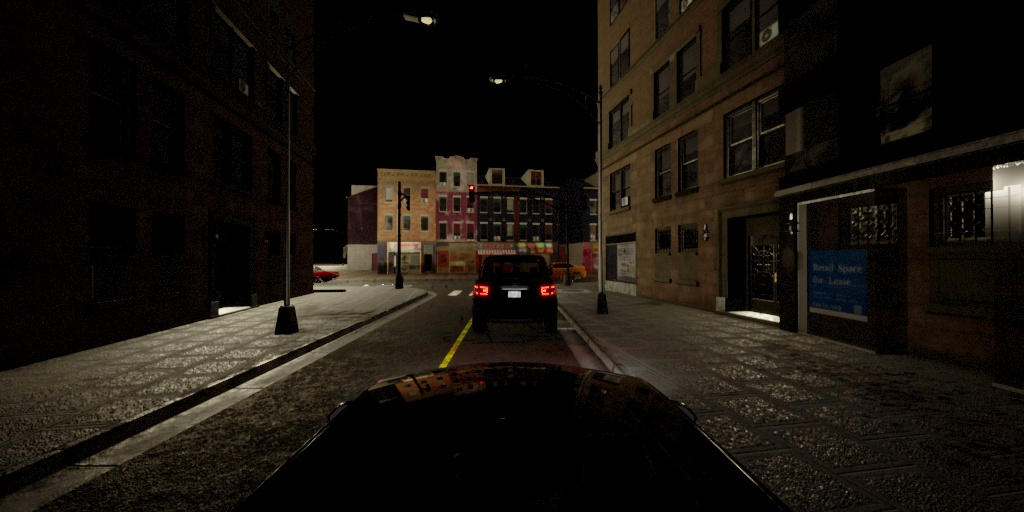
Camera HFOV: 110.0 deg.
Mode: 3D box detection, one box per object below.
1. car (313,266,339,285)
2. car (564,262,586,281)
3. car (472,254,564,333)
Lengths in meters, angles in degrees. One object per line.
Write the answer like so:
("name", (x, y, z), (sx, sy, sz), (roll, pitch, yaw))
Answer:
("car", (-15.142, 1.393, 25.666), (4.718, 1.301, 1.895), (0, 0, -10))
("car", (3.418, 1.225, 28.528), (5.008, 1.535, 1.882), (0, -1, -18))
("car", (0.098, 0.972, 10.900), (2.150, 2.045, 5.566), (0, 0, 1))
